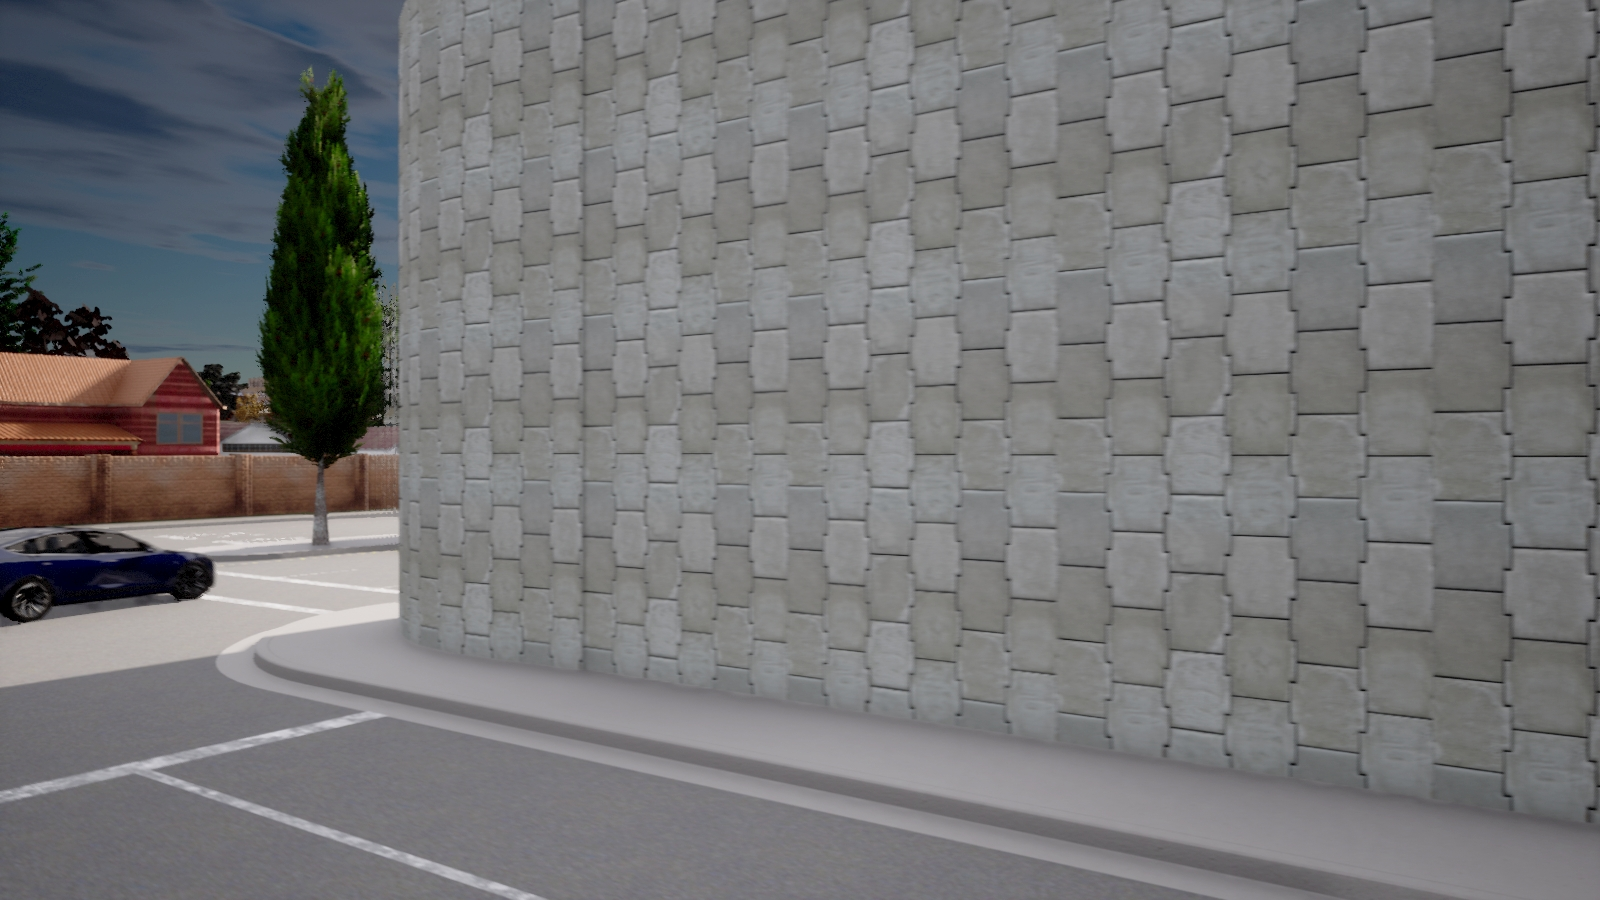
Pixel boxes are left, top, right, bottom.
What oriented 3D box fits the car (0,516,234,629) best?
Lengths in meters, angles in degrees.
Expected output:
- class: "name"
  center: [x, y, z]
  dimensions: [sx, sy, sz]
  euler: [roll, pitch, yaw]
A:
- class: "car"
  center: [-12.755, 2.061, 20.061]
  dimensions: [2.163, 1.488, 4.792]
  euler: [0, 0, 23]
